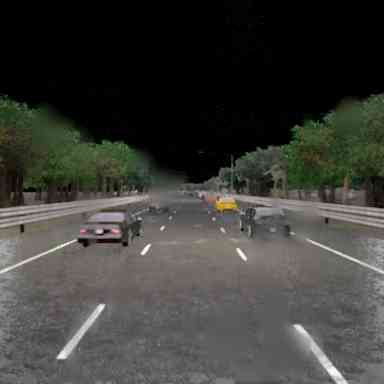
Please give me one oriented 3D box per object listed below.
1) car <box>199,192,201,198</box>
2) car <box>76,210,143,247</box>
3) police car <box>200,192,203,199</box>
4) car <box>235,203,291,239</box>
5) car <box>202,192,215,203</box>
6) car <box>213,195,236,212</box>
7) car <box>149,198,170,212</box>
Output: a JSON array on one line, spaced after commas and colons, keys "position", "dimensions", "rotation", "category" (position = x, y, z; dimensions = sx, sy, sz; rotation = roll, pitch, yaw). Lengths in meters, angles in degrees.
[{"position": [3.299, 1.104, 83.154], "dimensions": [1.882, 1.535, 5.008], "rotation": [0, 0, 0], "category": "car"}, {"position": [-3.405, 1.478, 14.670], "dimensions": [2.033, 1.411, 5.357], "rotation": [0, 0, 0], "category": "car"}, {"position": [3.374, 1.100, 72.264], "dimensions": [1.930, 1.638, 5.238], "rotation": [0, 0, 0], "category": "police car"}, {"position": [3.594, 1.425, 16.995], "dimensions": [1.837, 1.490, 4.892], "rotation": [0, 0, 0], "category": "car"}, {"position": [3.451, 1.074, 61.124], "dimensions": [2.097, 1.767, 4.553], "rotation": [0, 0, 0], "category": "car"}, {"position": [3.589, 1.313, 35.447], "dimensions": [1.882, 1.535, 5.008], "rotation": [0, 0, 0], "category": "car"}, {"position": [-3.412, 1.327, 35.436], "dimensions": [2.128, 1.511, 4.902], "rotation": [0, 0, 0], "category": "car"}]
